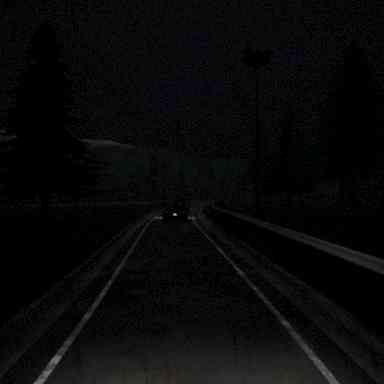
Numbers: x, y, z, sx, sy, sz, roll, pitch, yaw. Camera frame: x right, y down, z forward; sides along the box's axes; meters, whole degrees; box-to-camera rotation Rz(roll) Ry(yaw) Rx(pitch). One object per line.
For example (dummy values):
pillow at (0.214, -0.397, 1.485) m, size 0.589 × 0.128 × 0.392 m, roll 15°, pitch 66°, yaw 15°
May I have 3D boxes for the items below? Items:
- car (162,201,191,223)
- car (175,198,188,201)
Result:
car at (-1.344, 1.663, 26.828) m, size 1.994 × 1.385 × 4.181 m, roll 0°, pitch 0°, yaw -2°
car at (-1.310, 1.507, 42.374) m, size 2.097 × 1.767 × 4.553 m, roll 0°, pitch 0°, yaw 3°
